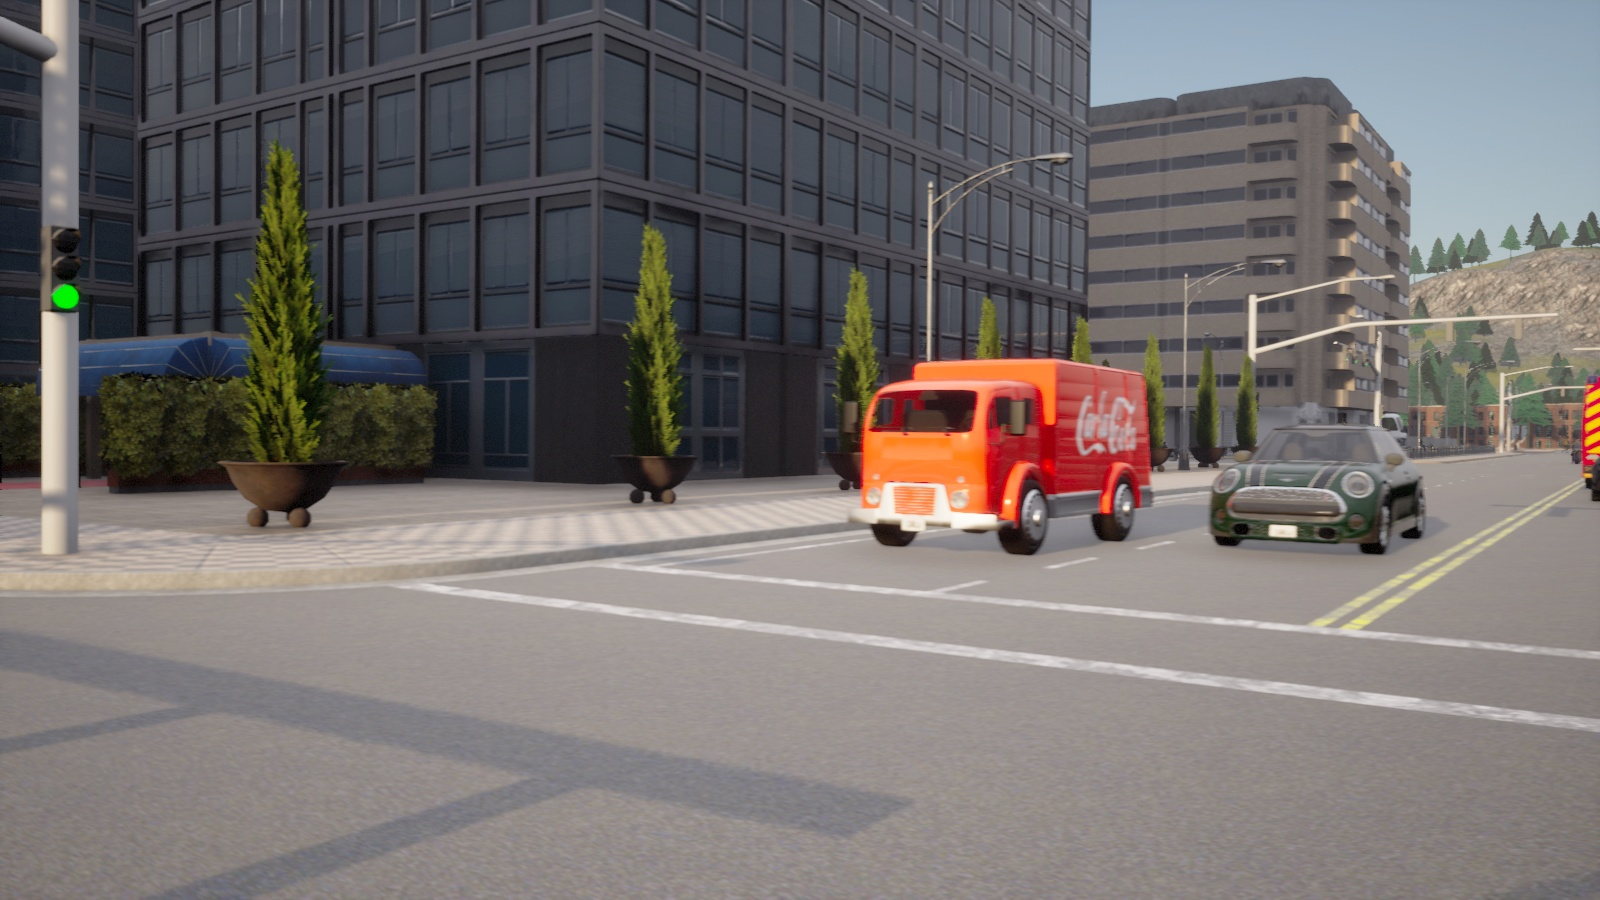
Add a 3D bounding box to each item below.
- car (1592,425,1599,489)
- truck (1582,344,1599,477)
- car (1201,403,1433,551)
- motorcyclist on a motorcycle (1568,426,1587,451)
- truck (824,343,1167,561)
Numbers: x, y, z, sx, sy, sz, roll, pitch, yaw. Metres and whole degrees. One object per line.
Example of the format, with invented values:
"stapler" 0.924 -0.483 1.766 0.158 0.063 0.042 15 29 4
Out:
"car" 20.624 0.129 30.829 1.837 1.490 4.892 0 1 34
"truck" 26.234 -1.205 39.089 2.891 3.827 8.468 0 1 34
"car" 7.300 0.286 17.439 2.097 1.767 4.553 0 1 34
"motorcyclist on a motorcycle" 47.155 -0.700 76.126 0.866 1.530 2.191 0 1 34
"truck" 2.854 -0.015 17.120 2.627 2.467 5.204 0 1 34
